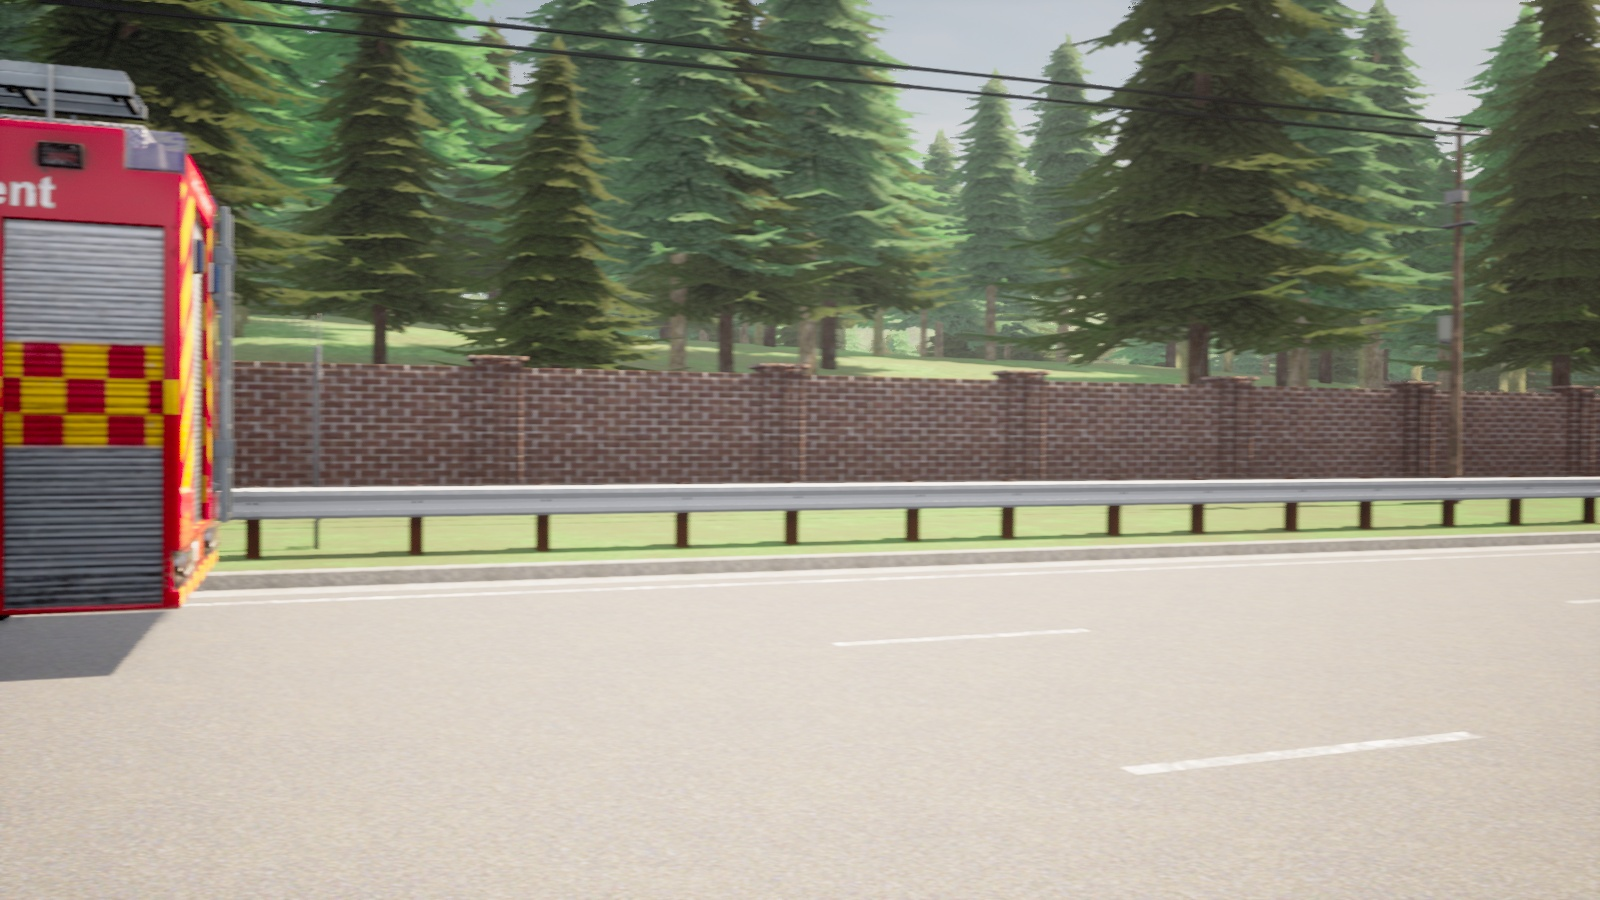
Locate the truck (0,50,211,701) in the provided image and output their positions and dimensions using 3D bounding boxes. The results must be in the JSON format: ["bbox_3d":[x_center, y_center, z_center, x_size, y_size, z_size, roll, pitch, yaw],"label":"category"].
[{"bbox_3d":[-8.361,-0.388,7.538,8.468,3.827,2.891,-1,1,-21],"label":"truck"}]
